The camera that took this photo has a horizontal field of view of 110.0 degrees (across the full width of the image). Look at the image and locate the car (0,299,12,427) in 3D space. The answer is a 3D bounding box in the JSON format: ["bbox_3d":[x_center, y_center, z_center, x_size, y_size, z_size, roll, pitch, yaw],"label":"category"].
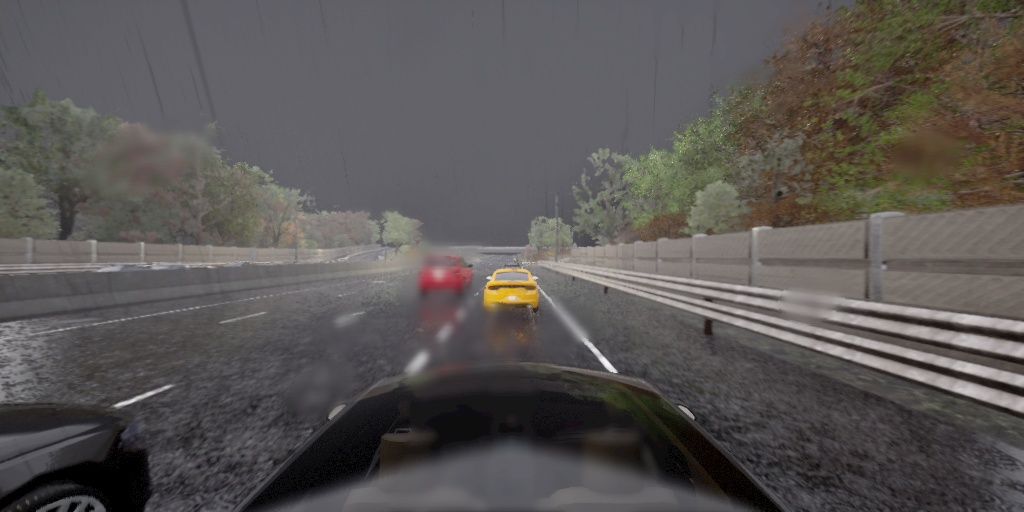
[{"bbox_3d":[-6.897,1.255,1.836,1.837,1.490,4.892,0,0,0],"label":"car"}]

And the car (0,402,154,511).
[{"bbox_3d":[-3.397,1.241,0.435,2.128,1.511,4.902,0,0,0],"label":"car"}]

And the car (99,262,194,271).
[{"bbox_3d":[-21.085,1.296,21.537,1.812,1.442,4.674,0,0,0],"label":"car"}]

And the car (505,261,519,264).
[{"bbox_3d":[0.012,1.295,36.425,2.128,1.511,4.902,0,0,0],"label":"car"}]

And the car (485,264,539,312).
[{"bbox_3d":[0.006,1.239,14.343,1.882,1.535,5.008,0,0,0],"label":"car"}]

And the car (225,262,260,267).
[{"bbox_3d":[-28.057,1.352,37.122,2.033,1.411,5.357,0,0,0],"label":"car"}]

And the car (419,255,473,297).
[{"bbox_3d":[-3.394,0.989,19.327,2.150,2.045,5.566,0,0,0],"label":"car"}]

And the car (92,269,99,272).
[{"bbox_3d":[-24.581,1.297,22.372,1.812,1.442,4.674,0,0,0],"label":"car"}]
